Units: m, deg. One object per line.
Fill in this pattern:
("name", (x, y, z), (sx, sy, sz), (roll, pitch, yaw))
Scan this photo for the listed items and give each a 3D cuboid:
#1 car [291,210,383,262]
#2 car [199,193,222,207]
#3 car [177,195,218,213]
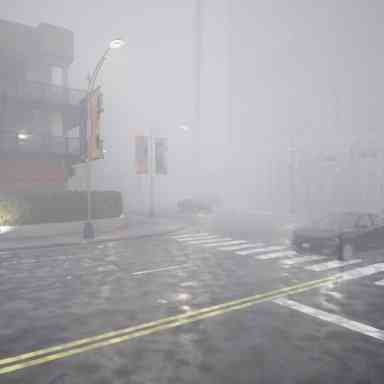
("car", (5.768, 1.477, 12.338), (5.008, 1.535, 1.882), (0, 0, -35))
("car", (2.035, 1.221, 48.838), (2.150, 2.045, 5.566), (0, 0, -33))
("car", (0.267, 1.478, 37.130), (1.882, 1.535, 5.008), (0, 0, -35))
